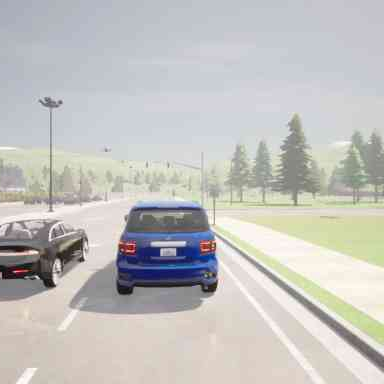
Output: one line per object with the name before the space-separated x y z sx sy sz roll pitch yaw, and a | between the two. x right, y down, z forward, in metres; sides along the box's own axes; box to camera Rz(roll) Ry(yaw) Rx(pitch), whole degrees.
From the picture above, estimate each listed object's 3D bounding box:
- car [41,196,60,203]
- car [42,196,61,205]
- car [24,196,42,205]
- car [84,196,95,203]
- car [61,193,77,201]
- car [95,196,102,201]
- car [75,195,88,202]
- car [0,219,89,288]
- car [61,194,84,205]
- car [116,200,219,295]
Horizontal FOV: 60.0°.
car | -29.203 1.529 68.873 2.128 1.511 4.902 0 0 -5
car | -25.018 1.508 60.583 1.837 1.490 4.892 0 0 -4
car | -28.455 1.508 59.771 1.837 1.490 4.892 0 0 -4
car | -22.167 1.482 68.756 1.882 1.535 5.008 0 0 -5
car | -30.345 1.228 82.167 2.150 2.045 5.566 0 0 -5
car | -23.241 1.557 81.255 1.994 1.385 4.181 0 0 -5
car | -26.696 1.557 80.580 1.994 1.385 4.181 0 0 -5
car | -4.207 1.492 9.184 2.128 1.511 4.902 0 0 -5
car | -21.442 1.529 59.701 1.812 1.442 4.674 0 0 -4
car | -0.673 1.223 8.935 2.150 2.045 5.566 0 0 -5
